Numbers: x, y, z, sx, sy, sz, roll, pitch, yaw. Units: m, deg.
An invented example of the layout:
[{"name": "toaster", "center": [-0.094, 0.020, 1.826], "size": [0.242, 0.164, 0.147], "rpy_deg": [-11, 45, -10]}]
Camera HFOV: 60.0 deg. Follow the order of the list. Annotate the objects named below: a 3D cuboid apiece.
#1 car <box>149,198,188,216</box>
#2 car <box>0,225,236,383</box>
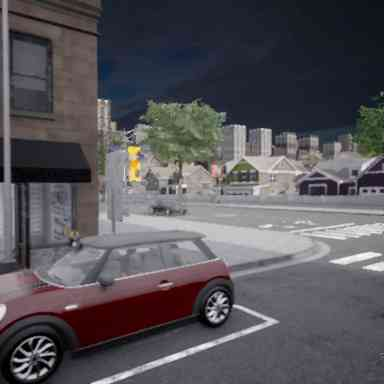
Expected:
[{"name": "car", "center": [-2.279, 1.376, 30.547], "size": [1.837, 1.490, 4.892], "rpy_deg": [-1, 0, -35]}, {"name": "car", "center": [-1.321, 1.416, 5.244], "size": [4.097, 1.590, 1.967], "rpy_deg": [-1, 0, -35]}]
